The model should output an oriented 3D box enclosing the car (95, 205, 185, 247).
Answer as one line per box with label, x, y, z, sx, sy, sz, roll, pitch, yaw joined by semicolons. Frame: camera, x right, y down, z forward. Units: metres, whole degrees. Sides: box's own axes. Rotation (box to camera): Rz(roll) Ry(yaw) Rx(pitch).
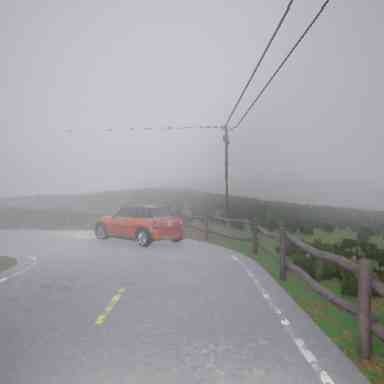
car;-2.509;1.363;15.239;4.553;1.767;2.097;0;0;42
